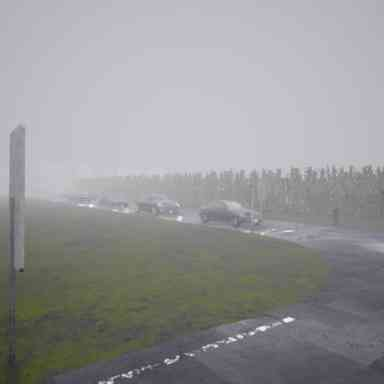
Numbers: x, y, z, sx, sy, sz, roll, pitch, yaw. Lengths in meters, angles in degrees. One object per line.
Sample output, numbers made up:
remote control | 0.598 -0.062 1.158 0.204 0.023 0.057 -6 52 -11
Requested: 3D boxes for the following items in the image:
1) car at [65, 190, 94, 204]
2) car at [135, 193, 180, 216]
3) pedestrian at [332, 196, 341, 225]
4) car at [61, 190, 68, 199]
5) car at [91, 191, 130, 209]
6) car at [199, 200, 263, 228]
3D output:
car | -14.917 0.821 44.276 1.895 1.301 4.718 1 1 -35
car | -2.902 0.933 27.510 2.097 1.767 4.553 1 1 -36
pedestrian | 9.110 1.141 21.043 0.375 1.860 0.375 2 -1 -36
car | -21.719 0.467 58.703 2.128 1.511 4.902 1 1 -36
car | -8.497 0.959 35.295 2.033 1.411 5.357 1 1 -36
car | 2.225 1.263 20.320 1.812 1.442 4.674 1 1 -34
